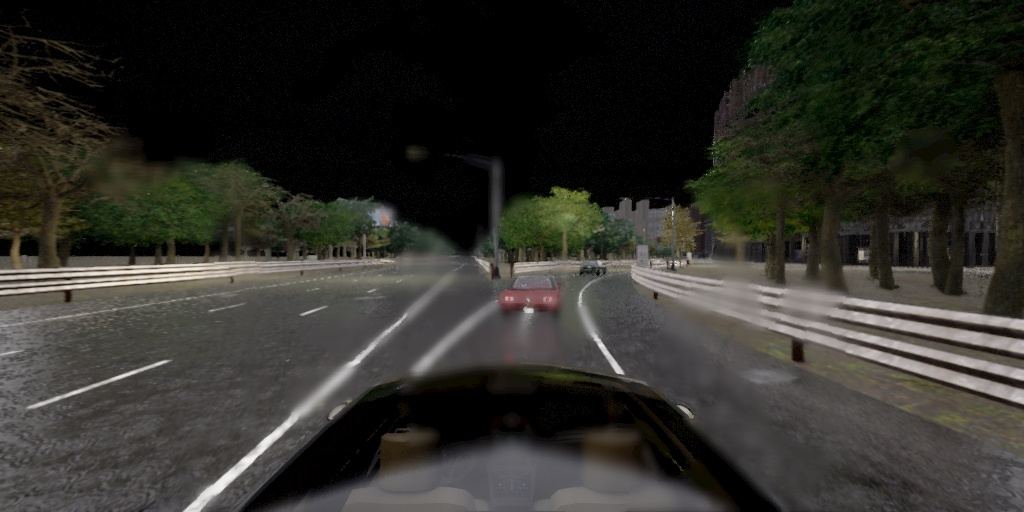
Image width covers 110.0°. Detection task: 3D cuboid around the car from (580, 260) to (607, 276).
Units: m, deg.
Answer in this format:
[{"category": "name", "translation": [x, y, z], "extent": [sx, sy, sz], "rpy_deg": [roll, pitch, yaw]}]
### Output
[{"category": "car", "translation": [8.862, 1.159, 38.629], "extent": [2.097, 1.767, 4.553], "rpy_deg": [1, 0, 26]}]

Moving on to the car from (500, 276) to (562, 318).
[{"category": "car", "translation": [0.869, 1.361, 13.028], "extent": [1.895, 1.301, 4.718], "rpy_deg": [0, 0, 8]}]
